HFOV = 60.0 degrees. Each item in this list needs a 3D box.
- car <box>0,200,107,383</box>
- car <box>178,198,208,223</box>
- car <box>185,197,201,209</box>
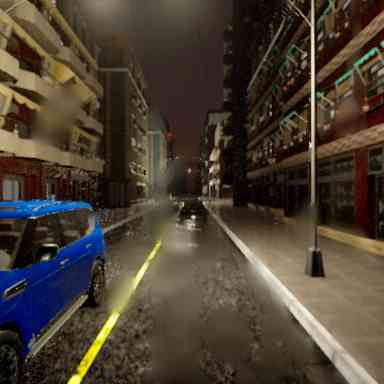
[{"bbox_3d":[-2.849,1.193,4.852,2.150,2.045,5.566,0,0,0],"label":"car"},{"bbox_3d":[0.098,1.376,24.135,1.837,1.490,4.892,0,0,0],"label":"car"},{"bbox_3d":[0.098,1.389,41.930,1.895,1.301,4.718,0,0,0],"label":"car"}]
